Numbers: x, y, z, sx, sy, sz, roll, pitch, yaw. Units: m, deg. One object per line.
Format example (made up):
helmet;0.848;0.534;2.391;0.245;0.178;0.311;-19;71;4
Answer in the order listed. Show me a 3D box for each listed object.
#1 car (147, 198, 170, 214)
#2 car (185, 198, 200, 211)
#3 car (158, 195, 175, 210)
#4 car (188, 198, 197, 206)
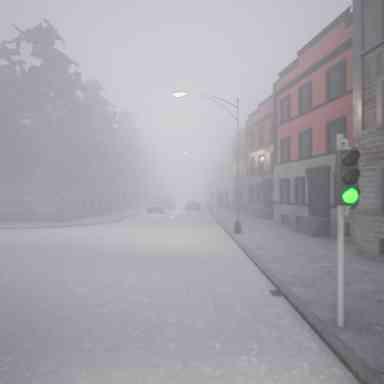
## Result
car;-4.081;1.795;38.964;2.033;1.411;5.357;0;0;0
car;0.124;1.850;45.040;1.994;1.385;4.181;0;0;0
car;-4.070;1.533;49.154;2.150;2.045;5.566;0;0;0
car;0.048;2.157;72.718;1.837;1.490;4.892;0;0;0
